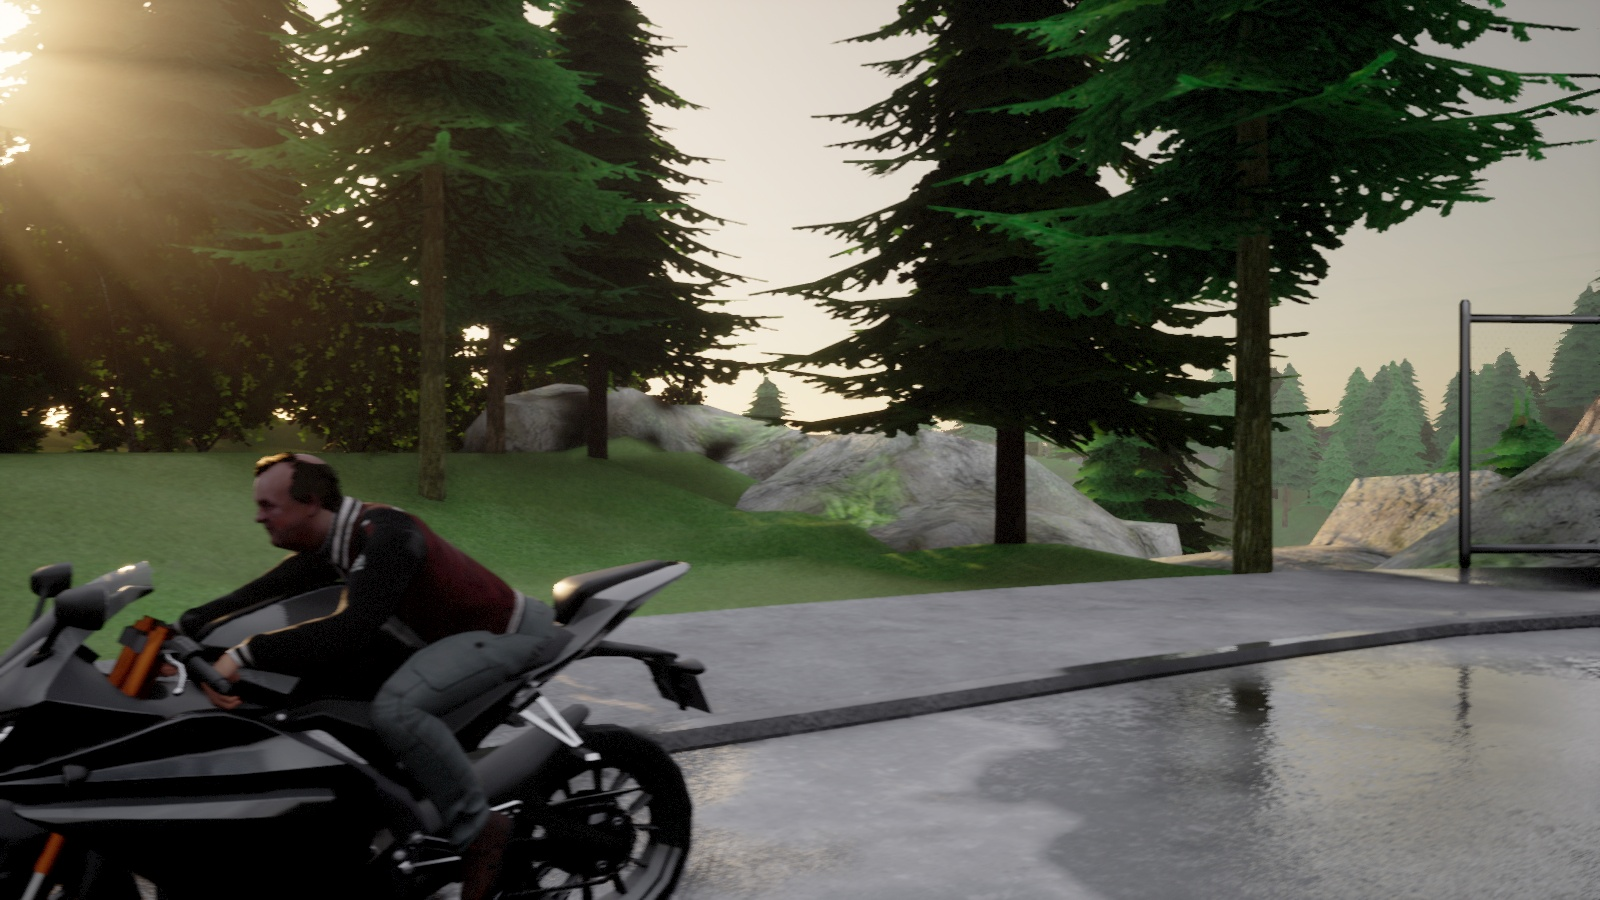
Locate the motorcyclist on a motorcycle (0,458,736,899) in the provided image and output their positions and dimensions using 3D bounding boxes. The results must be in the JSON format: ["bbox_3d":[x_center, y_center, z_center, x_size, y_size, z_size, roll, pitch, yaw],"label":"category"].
[{"bbox_3d":[-1.332,0.791,3.371,2.191,1.530,0.866,0,0,-35],"label":"motorcyclist on a motorcycle"}]
